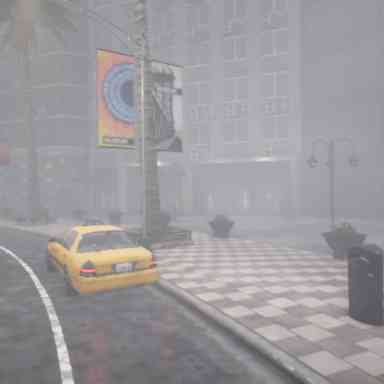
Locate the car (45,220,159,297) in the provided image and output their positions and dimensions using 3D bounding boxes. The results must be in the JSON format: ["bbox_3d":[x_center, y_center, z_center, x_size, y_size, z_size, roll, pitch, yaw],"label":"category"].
[{"bbox_3d":[-2.708,1.530,8.927,1.801,1.575,5.366,-1,0,-31],"label":"car"}]
